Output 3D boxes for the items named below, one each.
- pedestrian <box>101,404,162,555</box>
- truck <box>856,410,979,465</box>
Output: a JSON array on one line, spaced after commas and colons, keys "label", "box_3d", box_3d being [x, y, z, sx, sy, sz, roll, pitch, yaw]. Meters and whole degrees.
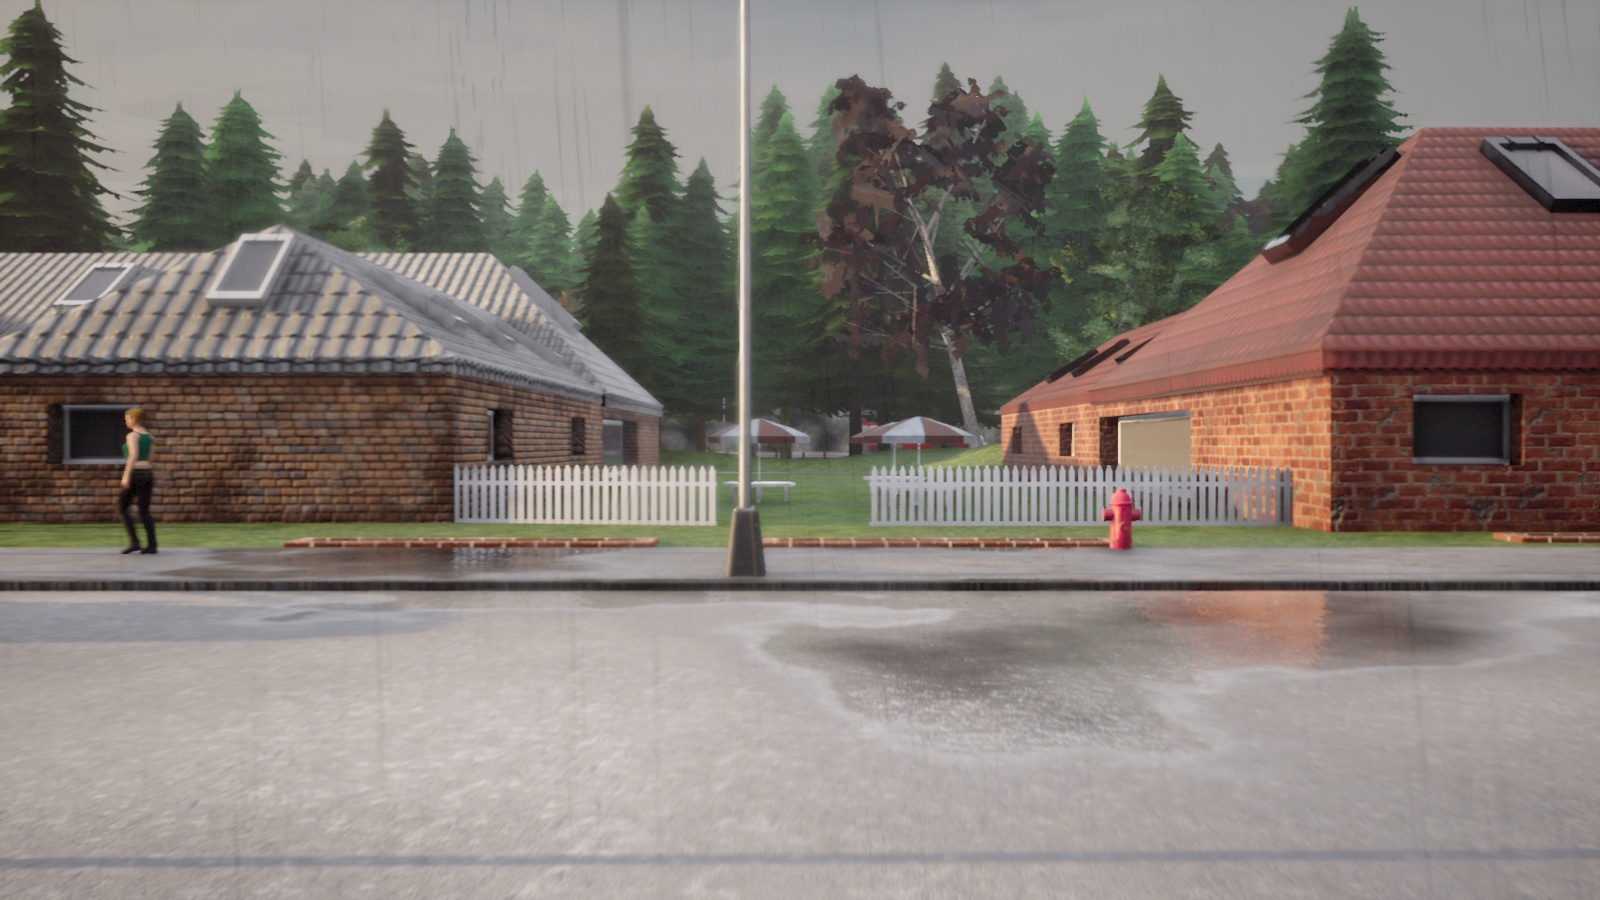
[{"label": "pedestrian", "box_3d": [-8.262, 0.355, 15.523, 0.594, 1.836, 0.345, 0, 0, 14]}, {"label": "truck", "box_3d": [8.233, -0.898, 88.803, 8.468, 3.827, 2.891, 0, 0, 0]}]
